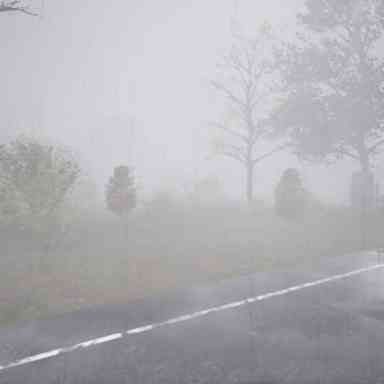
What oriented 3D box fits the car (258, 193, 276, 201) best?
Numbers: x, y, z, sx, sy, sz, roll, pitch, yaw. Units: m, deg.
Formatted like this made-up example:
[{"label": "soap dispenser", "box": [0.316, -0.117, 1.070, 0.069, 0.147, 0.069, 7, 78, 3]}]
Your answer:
[{"label": "car", "box": [13.884, 0.992, 63.152, 1.812, 1.442, 4.674, -1, 1, -35]}]
